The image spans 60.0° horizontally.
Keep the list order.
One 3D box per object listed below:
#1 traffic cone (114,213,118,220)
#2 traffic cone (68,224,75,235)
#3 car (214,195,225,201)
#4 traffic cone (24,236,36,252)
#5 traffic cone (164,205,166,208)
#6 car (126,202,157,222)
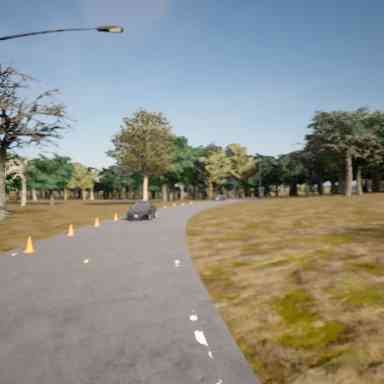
[{"bbox_3d":[-6.495,2.088,28.339,0.340,0.580,0.340,0,0,3],"label":"traffic cone"},{"bbox_3d":[-6.601,2.052,18.136,0.340,0.580,0.340,0,0,-2],"label":"traffic cone"},{"bbox_3d":[6.382,1.373,76.361,1.812,1.442,4.674,0,0,18],"label":"car"},{"bbox_3d":[-6.365,2.034,13.038,0.340,0.580,0.340,0,0,-4],"label":"traffic cone"},{"bbox_3d":[-3.975,2.067,48.571,0.340,0.580,0.340,0,0,11],"label":"traffic cone"},{"bbox_3d":[-4.174,1.600,28.208,1.882,1.535,5.008,0,0,3],"label":"car"}]
